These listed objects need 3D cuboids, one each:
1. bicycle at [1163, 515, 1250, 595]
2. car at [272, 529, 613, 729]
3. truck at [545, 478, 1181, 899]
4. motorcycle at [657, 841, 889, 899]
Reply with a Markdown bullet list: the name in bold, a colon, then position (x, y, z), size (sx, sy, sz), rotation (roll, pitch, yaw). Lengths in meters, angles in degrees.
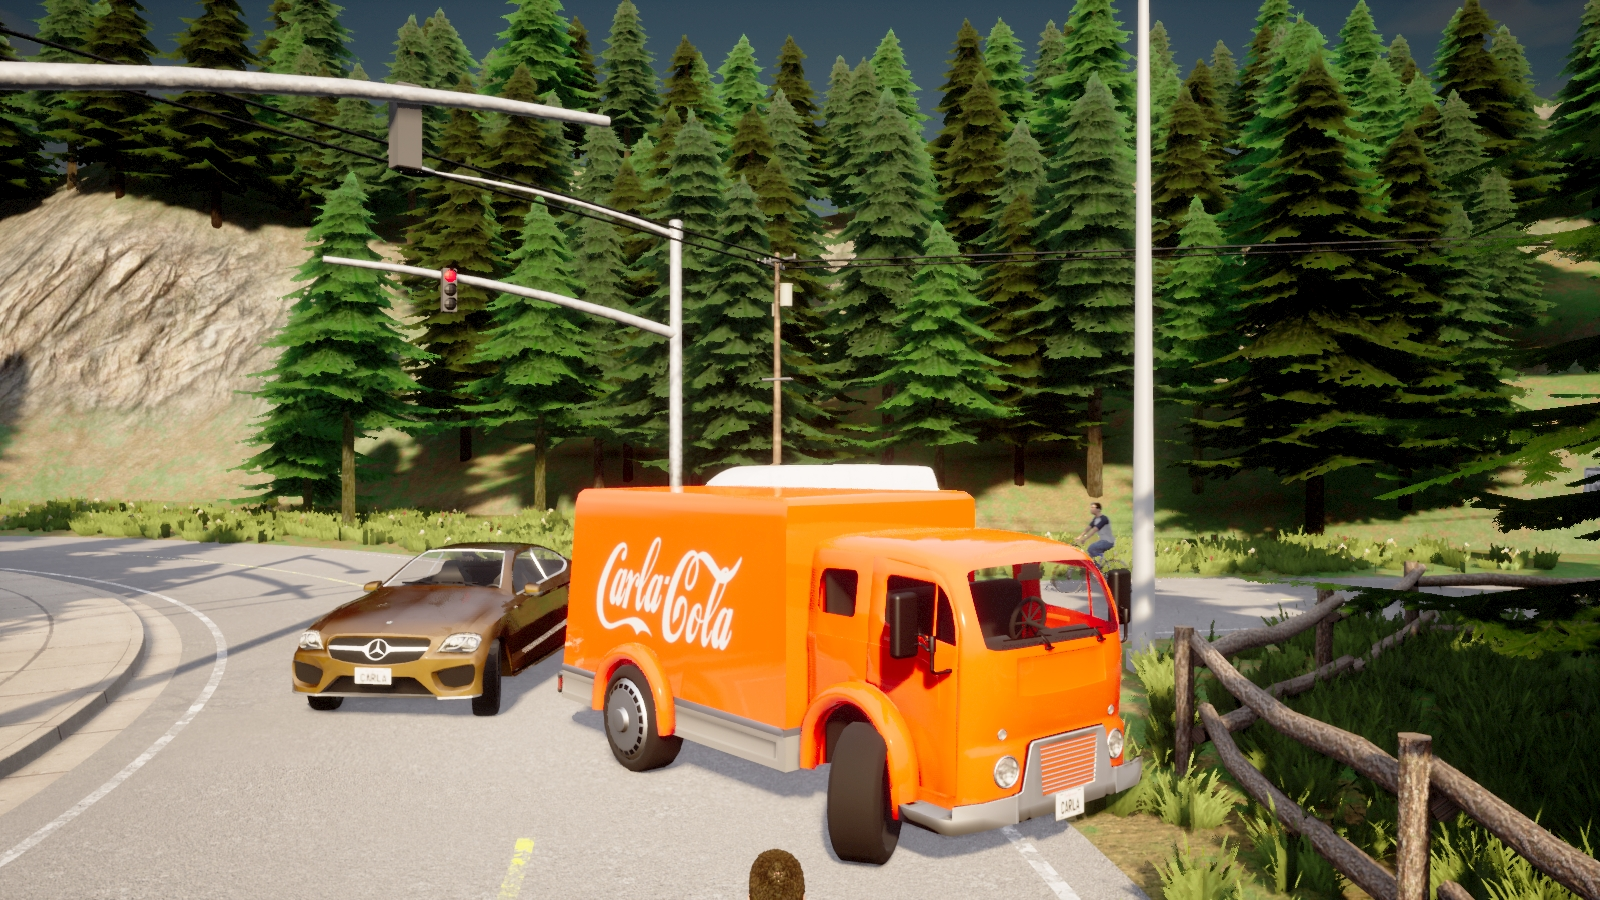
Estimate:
- **bicycle**: position (8.016, 2.056, 22.522), size (1.643, 1.496, 0.373), rotation (0, 0, -11)
- **car**: position (-4.038, 1.970, 14.038), size (2.152, 1.651, 5.027), rotation (0, 0, 6)
- **truck**: position (0.202, 1.542, 9.769), size (2.627, 2.467, 5.204), rotation (0, 0, -39)
- **motorcycle**: position (-0.074, 2.159, 3.526), size (0.803, 1.199, 2.033), rotation (0, 0, -2)
